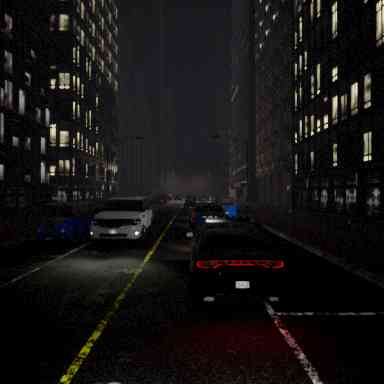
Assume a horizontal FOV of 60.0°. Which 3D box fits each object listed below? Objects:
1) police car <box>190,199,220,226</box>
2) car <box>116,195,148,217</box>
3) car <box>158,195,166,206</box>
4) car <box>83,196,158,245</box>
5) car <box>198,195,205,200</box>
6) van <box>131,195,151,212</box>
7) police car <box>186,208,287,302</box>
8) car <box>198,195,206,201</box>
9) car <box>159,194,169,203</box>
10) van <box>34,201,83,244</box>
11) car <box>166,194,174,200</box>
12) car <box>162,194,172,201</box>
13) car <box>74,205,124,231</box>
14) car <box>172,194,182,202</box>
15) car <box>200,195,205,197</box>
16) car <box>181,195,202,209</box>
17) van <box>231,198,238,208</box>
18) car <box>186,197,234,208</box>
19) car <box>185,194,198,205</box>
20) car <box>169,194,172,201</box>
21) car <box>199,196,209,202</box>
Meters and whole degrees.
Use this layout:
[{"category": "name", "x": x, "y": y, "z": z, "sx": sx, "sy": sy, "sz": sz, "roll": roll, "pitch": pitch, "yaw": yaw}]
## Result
[{"category": "police car", "x": 0.854, "y": 1.415, "z": 24.434, "sx": 1.930, "sy": 1.638, "sz": 5.238, "roll": 0, "pitch": 0, "yaw": 0}, {"category": "car", "x": -5.745, "y": 1.296, "z": 32.410, "sx": 2.192, "sy": 1.841, "sz": 5.009, "roll": 0, "pitch": 0, "yaw": 0}, {"category": "car", "x": -5.789, "y": 1.525, "z": 55.154, "sx": 1.802, "sy": 1.307, "sz": 4.206, "roll": 0, "pitch": 0, "yaw": 0}, {"category": "car", "x": -3.130, "y": 1.218, "z": 15.911, "sx": 2.150, "sy": 2.045, "sz": 5.566, "roll": 0, "pitch": 0, "yaw": 0}, {"category": "car", "x": 2.529, "y": 1.396, "z": 89.272, "sx": 1.887, "sy": 1.381, "sz": 4.507, "roll": 0, "pitch": 0, "yaw": 0}, {"category": "van", "x": -5.756, "y": 1.314, "z": 38.096, "sx": 1.690, "sy": 1.788, "sz": 3.998, "roll": 0, "pitch": 0, "yaw": 0}, {"category": "police car", "x": 0.884, "y": 1.425, "z": 8.434, "sx": 1.930, "sy": 1.638, "sz": 5.238, "roll": 0, "pitch": 0, "yaw": 0}, {"category": "car", "x": 2.539, "y": 1.452, "z": 83.586, "sx": 1.802, "sy": 1.307, "sz": 4.206, "roll": 0, "pitch": 0, "yaw": 0}, {"category": "car", "x": -5.799, "y": 1.476, "z": 60.839, "sx": 1.887, "sy": 1.381, "sz": 4.507, "roll": 0, "pitch": 0, "yaw": 0}, {"category": "van", "x": -5.714, "y": 1.338, "z": 15.352, "sx": 1.690, "sy": 1.788, "sz": 3.998, "roll": 0, "pitch": 0, "yaw": 0}, {"category": "car", "x": -5.851, "y": 1.291, "z": 89.269, "sx": 1.967, "sy": 1.590, "sz": 4.097, "roll": 0, "pitch": 0, "yaw": 0}, {"category": "car", "x": -5.830, "y": 1.328, "z": 77.897, "sx": 1.967, "sy": 1.590, "sz": 4.097, "roll": 0, "pitch": 0, "yaw": 0}, {"category": "car", "x": -5.726, "y": 1.559, "z": 21.038, "sx": 1.947, "sy": 1.339, "sz": 4.313, "roll": 0, "pitch": 0, "yaw": 0}, {"category": "car", "x": -3.142, "y": 1.420, "z": 75.462, "sx": 1.812, "sy": 1.442, "sz": 4.674, "roll": 0, "pitch": 0, "yaw": 0}, {"category": "car", "x": 2.571, "y": 1.443, "z": 66.701, "sx": 1.752, "sy": 1.417, "sz": 4.829, "roll": 0, "pitch": 0, "yaw": 0}, {"category": "car", "x": -0.074, "y": 1.526, "z": 44.901, "sx": 1.994, "sy": 1.385, "sz": 4.181, "roll": 0, "pitch": 0, "yaw": 0}, {"category": "van", "x": 2.646, "y": 1.329, "z": 26.734, "sx": 1.690, "sy": 1.788, "sz": 3.998, "roll": 0, "pitch": 0, "yaw": 0}, {"category": "car", "x": 0.865, "y": 1.346, "z": 18.294, "sx": 2.097, "sy": 1.767, "sz": 4.553, "roll": 0, "pitch": 0, "yaw": 0}, {"category": "car", "x": -0.111, "y": 1.288, "z": 58.665, "sx": 2.097, "sy": 1.767, "sz": 4.553, "roll": 0, "pitch": 0, "yaw": 0}, {"category": "car", "x": -5.808, "y": 1.233, "z": 66.524, "sx": 2.192, "sy": 1.841, "sz": 5.009, "roll": 0, "pitch": 0, "yaw": 0}, {"category": "car", "x": 2.560, "y": 1.469, "z": 72.217, "sx": 1.947, "sy": 1.339, "sz": 4.313, "roll": 0, "pitch": 0, "yaw": 0}]
